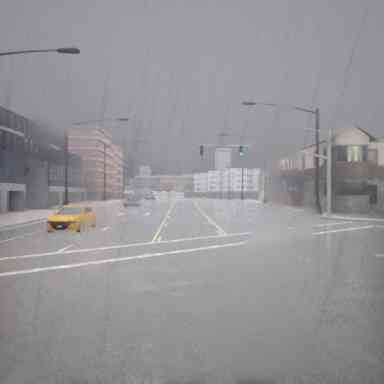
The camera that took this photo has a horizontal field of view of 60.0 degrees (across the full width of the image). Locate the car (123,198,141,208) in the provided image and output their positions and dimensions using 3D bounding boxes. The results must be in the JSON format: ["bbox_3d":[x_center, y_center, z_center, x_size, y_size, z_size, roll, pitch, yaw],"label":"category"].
[{"bbox_3d":[-7.956,1.437,44.346,1.895,1.301,4.718,0,1,-2],"label":"car"}]

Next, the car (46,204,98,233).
[{"bbox_3d":[-7.108,1.544,20.103,1.882,1.535,5.008,0,0,-2],"label":"car"}]

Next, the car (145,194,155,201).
[{"bbox_3d":[-8.858,1.073,70.086,2.128,1.511,4.902,0,0,-2],"label":"car"}]
